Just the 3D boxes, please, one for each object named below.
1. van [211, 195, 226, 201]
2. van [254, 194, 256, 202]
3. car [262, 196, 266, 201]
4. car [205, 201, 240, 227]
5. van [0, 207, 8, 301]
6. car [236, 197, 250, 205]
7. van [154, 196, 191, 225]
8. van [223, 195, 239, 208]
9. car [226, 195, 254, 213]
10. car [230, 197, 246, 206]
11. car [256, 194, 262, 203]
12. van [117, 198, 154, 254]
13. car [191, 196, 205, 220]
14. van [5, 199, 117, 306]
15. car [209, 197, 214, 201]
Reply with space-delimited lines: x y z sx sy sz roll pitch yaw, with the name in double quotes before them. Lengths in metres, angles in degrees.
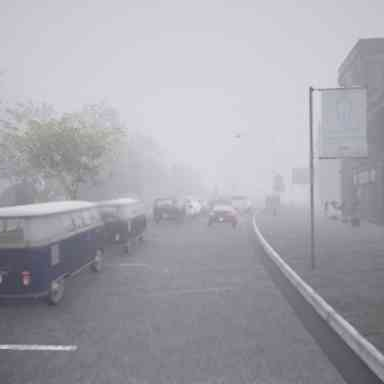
"van" 3.656 1.474 46.404 1.878 1.987 4.442 -1 1 16
"van" 12.120 1.617 72.736 1.878 1.987 4.442 -1 -1 20
"car" 17.627 1.680 89.574 2.435 2.045 5.566 -1 -1 19
"car" 2.229 1.592 23.554 1.812 1.442 4.674 0 0 9
"van" -3.658 1.248 2.469 1.878 1.987 4.442 -2 1 2
"car" 10.348 1.797 67.333 2.231 1.521 4.892 -1 1 16
"van" -1.530 1.339 24.707 1.878 1.987 4.442 -1 1 8
"van" 6.606 1.520 55.908 1.878 1.987 4.442 -1 1 16
"car" 5.885 1.383 40.126 2.150 2.045 5.566 -1 0 15
"car" 8.632 1.804 62.096 2.163 1.488 4.792 -1 1 16
"car" 15.531 1.928 83.162 2.002 1.452 4.674 -1 -1 18
"van" -3.019 1.276 13.621 1.878 1.987 4.442 -2 1 4
"car" -0.503 1.352 30.113 2.435 2.045 5.566 -1 1 9
"van" -3.430 1.257 8.056 1.878 1.987 4.442 -2 1 2
"car" 0.732 1.679 35.535 2.002 1.452 4.674 -1 1 13
